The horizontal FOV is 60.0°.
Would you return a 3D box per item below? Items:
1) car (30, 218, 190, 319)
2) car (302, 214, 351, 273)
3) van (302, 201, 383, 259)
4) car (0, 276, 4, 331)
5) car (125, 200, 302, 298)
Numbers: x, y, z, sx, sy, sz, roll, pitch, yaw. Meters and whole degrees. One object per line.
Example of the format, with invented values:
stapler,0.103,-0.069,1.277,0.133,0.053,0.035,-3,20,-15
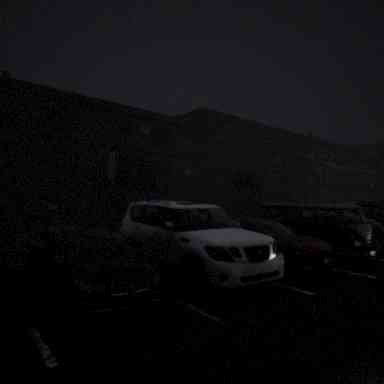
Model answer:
car,-2.424,1.508,7.666,2.231,1.521,4.892,1,0,-35
car,2.147,1.578,10.919,2.097,1.535,5.008,1,-1,-35
van,4.504,1.388,12.446,1.878,1.987,4.442,1,-1,-35
car,-4.718,1.503,6.064,2.163,1.488,4.792,1,0,-35
car,-0.115,1.291,9.268,2.435,2.045,5.566,1,-1,-35
